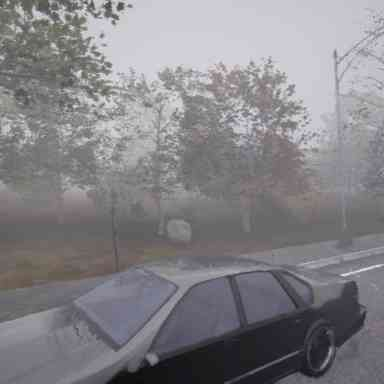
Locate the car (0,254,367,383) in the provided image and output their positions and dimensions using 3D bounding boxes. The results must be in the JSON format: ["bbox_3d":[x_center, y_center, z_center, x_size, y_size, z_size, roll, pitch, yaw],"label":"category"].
[{"bbox_3d":[-0.035,1.543,3.968,5.357,1.411,2.033,0,0,-36],"label":"car"}]
